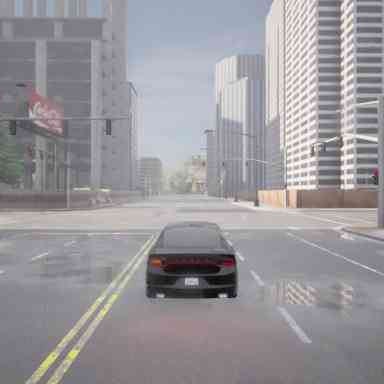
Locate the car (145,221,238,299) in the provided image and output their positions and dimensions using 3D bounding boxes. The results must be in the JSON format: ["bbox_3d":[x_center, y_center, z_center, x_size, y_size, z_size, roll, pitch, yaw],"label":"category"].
[{"bbox_3d":[0.002,1.478,8.523,1.882,1.535,5.008,0,0,0],"label":"car"}]
